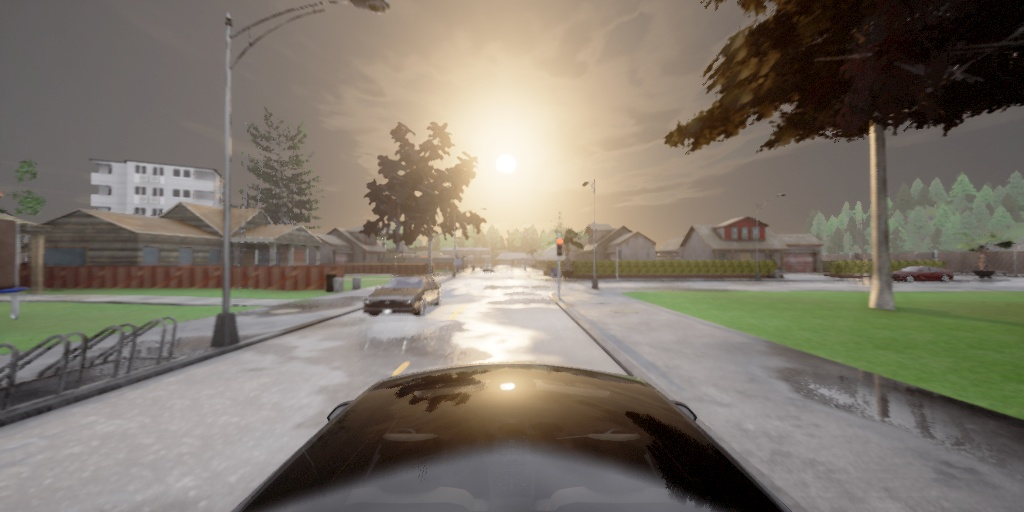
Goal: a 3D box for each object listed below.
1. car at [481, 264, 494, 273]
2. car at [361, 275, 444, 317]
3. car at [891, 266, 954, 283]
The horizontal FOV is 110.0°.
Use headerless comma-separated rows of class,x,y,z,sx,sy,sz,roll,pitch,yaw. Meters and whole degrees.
car,-4.000,2.064,59.885,1.837,1.490,4.892,0,1,0
car,-4.041,1.461,14.311,2.033,1.411,5.357,0,-1,1
car,36.223,1.620,32.077,5.008,1.535,1.882,0,-1,1
